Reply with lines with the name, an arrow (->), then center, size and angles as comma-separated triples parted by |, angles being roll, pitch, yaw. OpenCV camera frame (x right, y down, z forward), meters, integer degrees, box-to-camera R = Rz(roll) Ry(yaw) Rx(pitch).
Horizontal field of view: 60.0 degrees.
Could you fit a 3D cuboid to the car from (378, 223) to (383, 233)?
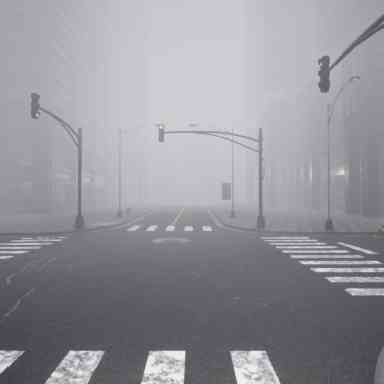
car -> 11.754, 1.564, 16.231 | 4.829, 1.417, 1.752 | 0, -1, 0
